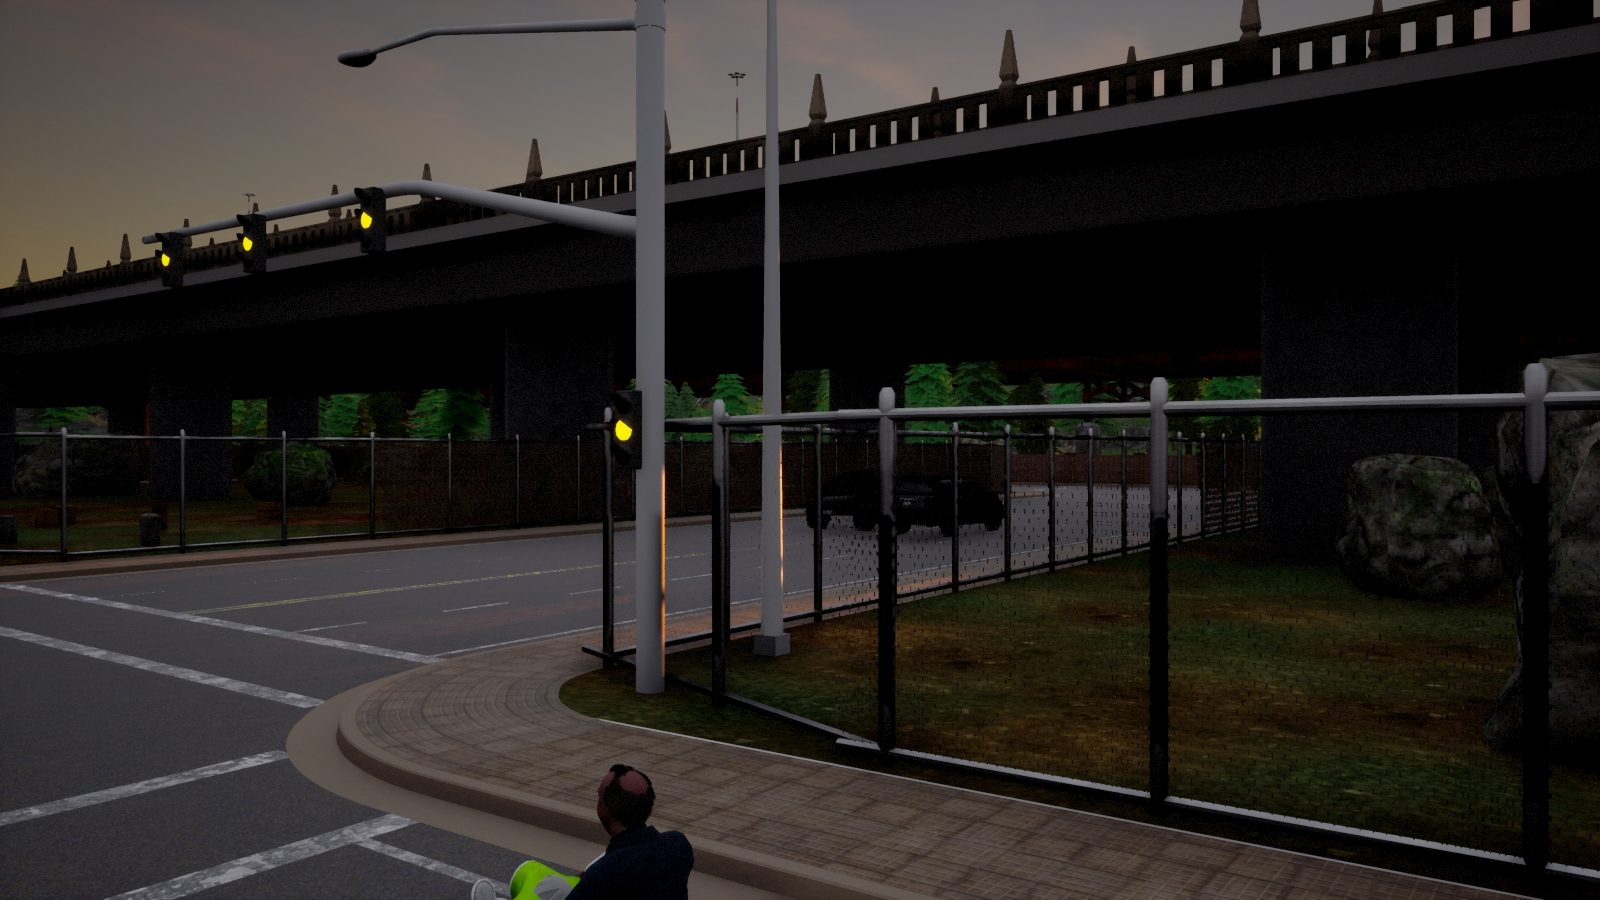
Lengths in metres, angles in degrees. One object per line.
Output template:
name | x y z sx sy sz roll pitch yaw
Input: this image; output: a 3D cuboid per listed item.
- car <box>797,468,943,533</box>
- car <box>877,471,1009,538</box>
car | 2.695 1.753 42.040 2.390 2.098 6.274 0 0 35
car | 5.010 1.779 39.249 2.150 2.045 5.566 0 0 35
